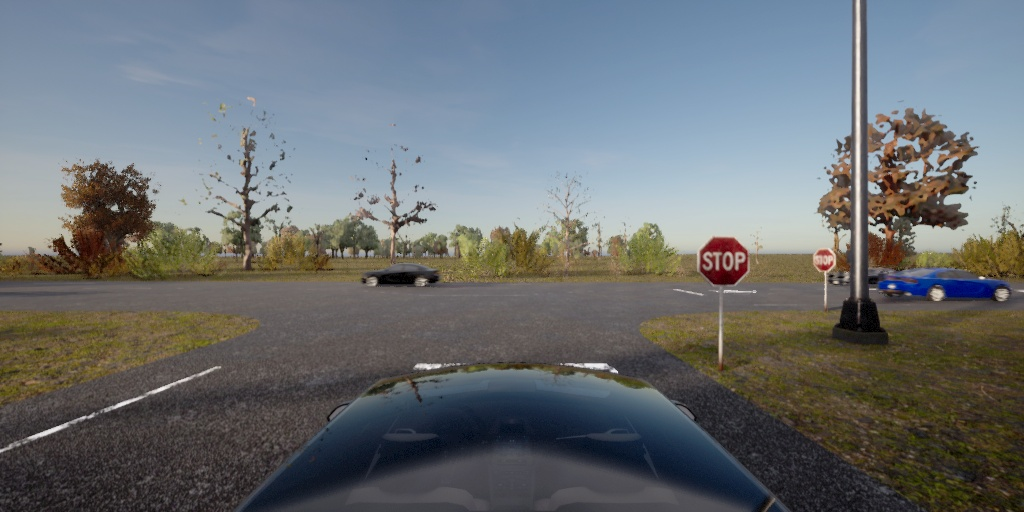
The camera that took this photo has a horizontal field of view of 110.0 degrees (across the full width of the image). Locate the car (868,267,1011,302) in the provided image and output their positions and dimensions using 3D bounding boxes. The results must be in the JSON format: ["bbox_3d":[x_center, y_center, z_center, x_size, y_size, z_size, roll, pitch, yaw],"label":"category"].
[{"bbox_3d":[20.399,1.305,16.996,5.008,1.535,1.882,0,0,-2],"label":"car"}]

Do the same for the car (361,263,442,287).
[{"bbox_3d":[-7.115,1.204,23.268,5.008,1.535,1.882,0,0,-2],"label":"car"}]

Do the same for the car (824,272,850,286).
[{"bbox_3d":[23.931,1.441,24.116,4.718,1.301,1.895,0,0,-2],"label":"car"}]
